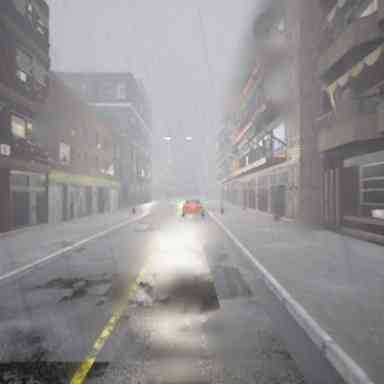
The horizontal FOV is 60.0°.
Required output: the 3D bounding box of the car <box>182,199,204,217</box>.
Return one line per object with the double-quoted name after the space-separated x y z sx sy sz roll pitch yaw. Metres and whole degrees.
0.093 1.439 32.967 2.097 1.767 4.553 0 0 0 "car"
